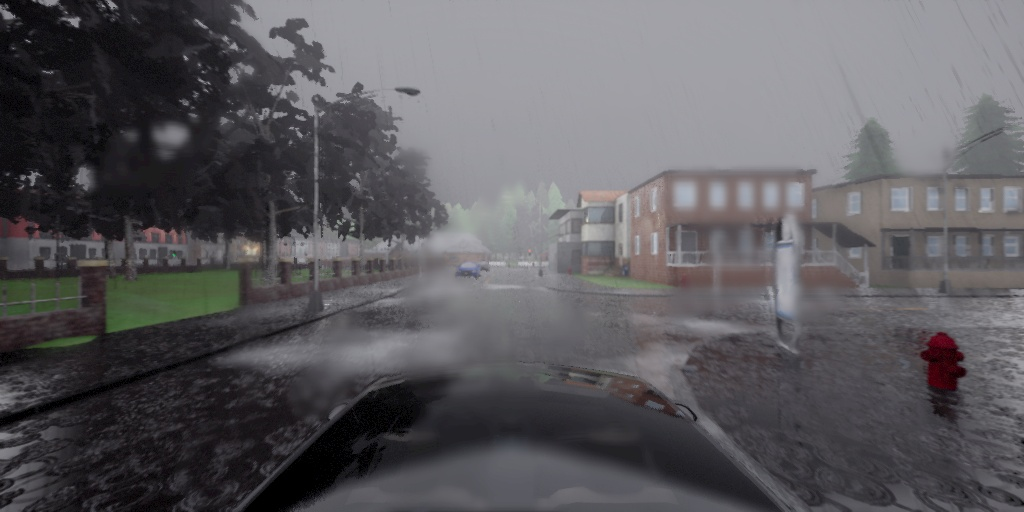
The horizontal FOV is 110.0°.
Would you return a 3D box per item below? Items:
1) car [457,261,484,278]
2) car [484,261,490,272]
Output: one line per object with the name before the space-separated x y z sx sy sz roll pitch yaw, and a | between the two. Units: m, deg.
car | -4.079 1.296 34.504 1.882 1.535 5.008 0 0 0
car | -4.016 1.397 49.323 2.033 1.411 5.357 0 0 0
